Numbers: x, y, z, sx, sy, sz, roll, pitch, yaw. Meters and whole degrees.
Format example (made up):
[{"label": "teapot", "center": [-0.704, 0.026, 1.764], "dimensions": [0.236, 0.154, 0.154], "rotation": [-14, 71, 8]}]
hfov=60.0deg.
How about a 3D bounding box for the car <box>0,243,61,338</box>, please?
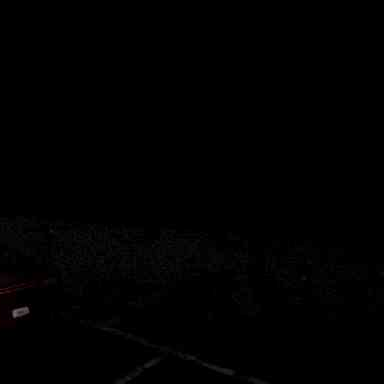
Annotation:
[{"label": "car", "center": [-4.204, 1.542, 5.941], "dimensions": [4.507, 1.381, 1.887], "rotation": [0, 0, 35]}]
